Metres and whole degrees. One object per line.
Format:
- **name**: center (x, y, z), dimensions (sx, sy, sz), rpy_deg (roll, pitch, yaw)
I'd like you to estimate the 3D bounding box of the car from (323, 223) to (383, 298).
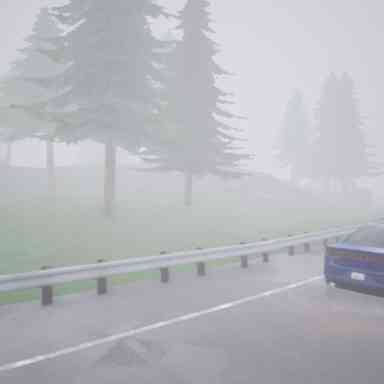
- **car**: center (5.123, 1.482, 8.039), dimensions (5.008, 1.535, 1.882), rpy_deg (0, 0, -40)
